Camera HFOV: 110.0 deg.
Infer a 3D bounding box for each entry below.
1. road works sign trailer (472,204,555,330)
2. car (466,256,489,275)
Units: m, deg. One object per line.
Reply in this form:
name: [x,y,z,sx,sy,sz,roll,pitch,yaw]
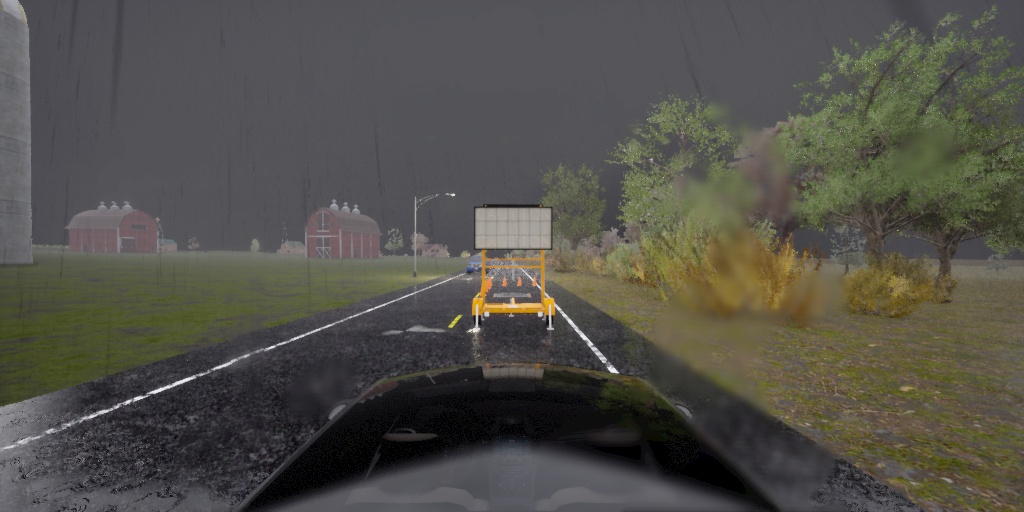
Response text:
road works sign trailer: [0.037,0.213,11.122,2.380,3.560,2.880,0,0,0]
car: [-3.713,0.969,39.658,2.150,2.045,5.566,0,0,-1]
